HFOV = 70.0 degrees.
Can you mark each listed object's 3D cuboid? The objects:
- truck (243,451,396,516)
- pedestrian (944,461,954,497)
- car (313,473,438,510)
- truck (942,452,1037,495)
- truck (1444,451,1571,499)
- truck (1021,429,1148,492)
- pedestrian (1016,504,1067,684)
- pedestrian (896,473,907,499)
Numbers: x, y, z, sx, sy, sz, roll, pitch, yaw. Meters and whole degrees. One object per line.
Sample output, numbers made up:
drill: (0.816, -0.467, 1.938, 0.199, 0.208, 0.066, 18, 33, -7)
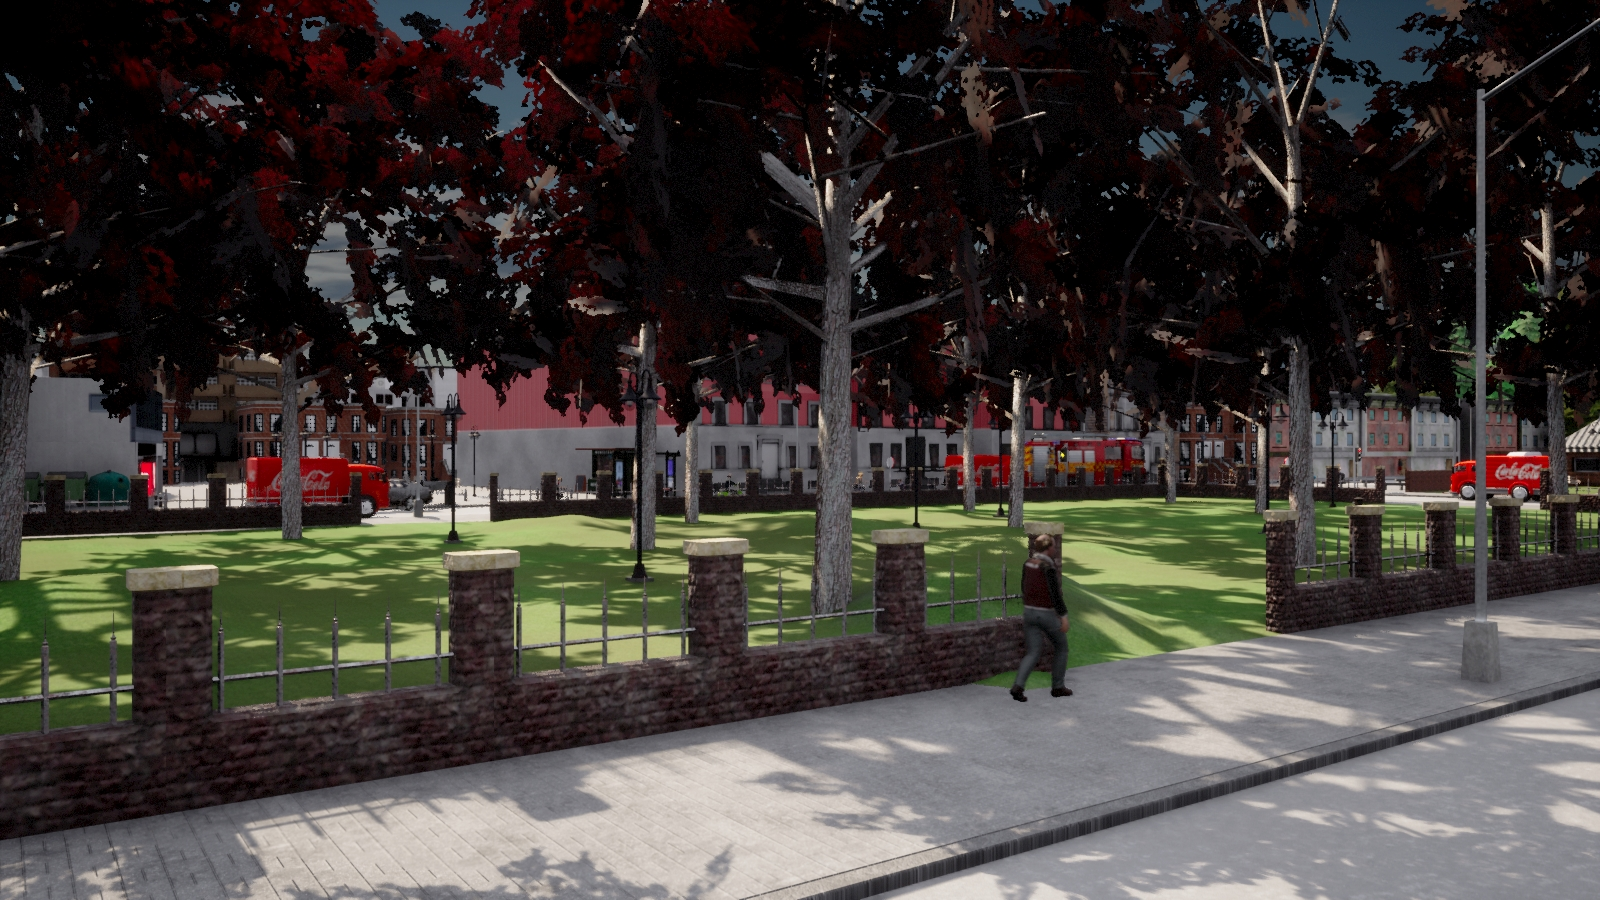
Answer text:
truck: (-19.364, 1.330, 46.131, 5.204, 2.467, 2.627, 1, -1, -35)
pedestrian: (7.762, 1.508, 59.601, 0.375, 1.860, 0.375, 0, 0, -24)
car: (-19.017, 1.822, 51.252, 4.902, 1.511, 2.128, 0, 0, -35)
truck: (11.216, 1.329, 67.548, 5.204, 2.467, 2.627, 0, 0, -35)
truck: (38.239, 1.318, 61.891, 2.627, 2.467, 5.204, 0, 0, -35)
truck: (18.173, 0.648, 72.665, 8.468, 3.827, 2.891, 0, 0, -34)
pedestrian: (2.582, 1.519, 12.227, 0.375, 1.860, 0.375, 0, 0, -30)
pedestrian: (5.106, 1.789, 57.411, 0.375, 1.300, 0.375, 0, 0, -35)
